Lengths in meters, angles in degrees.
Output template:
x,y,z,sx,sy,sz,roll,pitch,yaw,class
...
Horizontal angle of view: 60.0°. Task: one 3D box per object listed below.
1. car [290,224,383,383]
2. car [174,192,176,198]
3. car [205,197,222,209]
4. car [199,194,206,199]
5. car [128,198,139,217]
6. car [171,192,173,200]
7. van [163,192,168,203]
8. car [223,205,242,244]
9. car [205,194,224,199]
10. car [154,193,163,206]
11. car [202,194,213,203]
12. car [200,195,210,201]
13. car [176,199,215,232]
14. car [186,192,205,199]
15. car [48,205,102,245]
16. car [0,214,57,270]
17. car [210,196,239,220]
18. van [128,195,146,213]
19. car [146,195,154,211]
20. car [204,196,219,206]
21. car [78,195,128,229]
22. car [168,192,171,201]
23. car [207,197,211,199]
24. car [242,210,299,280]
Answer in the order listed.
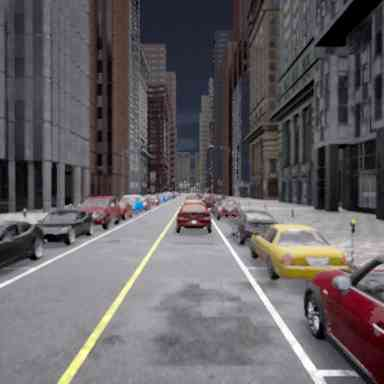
x,y,z,sx,sy,sz,roll,pitch,yaw,class
2.761,1.422,3.826,1.967,1.590,4.097,0,0,0,car
-5.756,1.076,82.727,1.967,1.590,4.097,0,0,0,car
2.765,1.349,43.280,1.887,1.381,4.507,0,0,0,car
2.770,1.195,88.370,1.802,1.307,4.206,0,0,0,car
-5.762,1.425,26.362,1.887,1.381,4.507,0,0,0,car
-5.757,1.232,71.455,2.008,1.369,4.403,0,0,0,car
-5.759,1.070,60.181,1.690,1.788,3.998,0,0,0,van
2.762,1.482,15.099,2.008,1.369,4.403,0,0,0,car
2.764,1.145,37.643,2.192,1.841,5.009,0,0,0,car
-5.760,1.219,48.909,1.967,1.590,4.097,0,0,0,car
2.767,1.169,60.188,1.967,1.590,4.097,0,0,0,car
2.768,1.247,71.461,1.947,1.339,4.313,0,0,0,car
0.103,1.389,19.529,1.882,1.535,5.008,0,0,0,car
0.105,1.184,37.191,2.097,1.767,4.553,0,0,0,car
-5.763,1.497,15.089,1.947,1.339,4.313,0,0,0,car
-5.763,1.522,9.452,1.947,1.339,4.313,0,0,0,car
2.763,1.321,26.370,1.967,1.590,4.097,0,0,0,car
-5.762,1.196,31.998,1.690,1.788,3.998,0,0,0,van
-5.761,1.270,37.635,1.967,1.590,4.097,0,0,0,car
2.766,1.345,48.917,1.947,1.339,4.313,0,0,0,car
-5.763,1.221,20.724,2.192,1.841,5.009,0,0,0,car
-5.758,1.231,65.649,1.752,1.417,4.829,0,0,0,car
2.764,1.421,32.007,1.947,1.339,4.313,0,0,0,car
2.761,1.481,9.632,1.752,1.417,4.829,0,0,0,car
